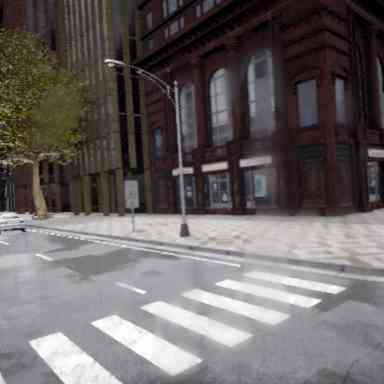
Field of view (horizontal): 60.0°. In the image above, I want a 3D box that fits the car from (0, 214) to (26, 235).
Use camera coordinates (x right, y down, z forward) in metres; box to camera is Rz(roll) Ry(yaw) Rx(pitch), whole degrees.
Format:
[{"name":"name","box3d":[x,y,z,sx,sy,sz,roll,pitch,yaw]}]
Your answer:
[{"name":"car","box3d":[-14.348,2.440,25.840,1.812,1.442,4.674,-4,0,-40]}]
